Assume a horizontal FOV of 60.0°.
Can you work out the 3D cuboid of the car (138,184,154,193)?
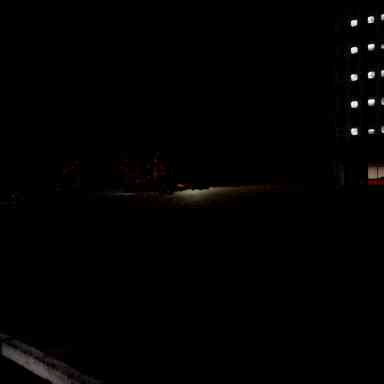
[{"bbox_3d":[-6.019,-0.597,55.419,2.033,1.411,5.357,0,2,30],"label":"car"}]

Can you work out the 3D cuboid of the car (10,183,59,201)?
[{"bbox_3d":[-19.048,-0.040,40.508,2.150,2.045,5.566,0,3,32],"label":"car"}]

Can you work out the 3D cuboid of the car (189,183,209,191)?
[{"bbox_3d":[1.538,-0.977,62.228,1.895,1.301,4.718,0,2,29],"label":"car"}]

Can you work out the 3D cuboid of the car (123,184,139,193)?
[{"bbox_3d":[-9.633,-0.547,55.890,1.812,1.442,4.674,0,2,31],"label":"car"}]

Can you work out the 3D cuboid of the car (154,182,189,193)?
[{"bbox_3d":[-3.241,-0.604,53.731,2.033,1.411,5.357,0,2,30],"label":"car"}]

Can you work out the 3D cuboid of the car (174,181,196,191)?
[{"bbox_3d":[-1.338,-1.214,63.742,2.097,1.767,4.553,0,2,29],"label":"car"}]

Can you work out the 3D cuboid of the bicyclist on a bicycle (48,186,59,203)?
[{"bbox_3d":[-12.660,0.242,30.264,1.656,1.620,0.582,-1,2,33],"label":"bicyclist on a bicycle"}]
